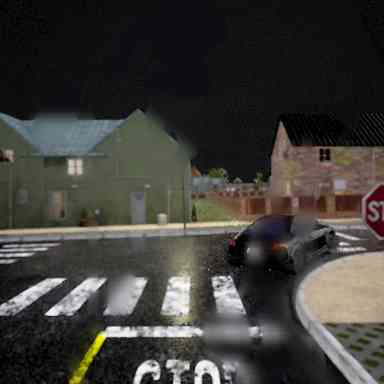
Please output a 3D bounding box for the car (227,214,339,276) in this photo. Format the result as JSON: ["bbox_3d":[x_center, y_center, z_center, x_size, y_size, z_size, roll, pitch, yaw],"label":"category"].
[{"bbox_3d":[2.827,1.358,10.045,1.994,1.385,4.181,-2,2,39],"label":"car"}]
